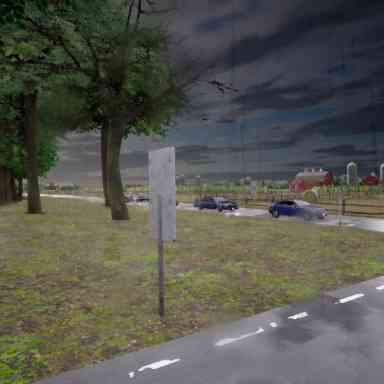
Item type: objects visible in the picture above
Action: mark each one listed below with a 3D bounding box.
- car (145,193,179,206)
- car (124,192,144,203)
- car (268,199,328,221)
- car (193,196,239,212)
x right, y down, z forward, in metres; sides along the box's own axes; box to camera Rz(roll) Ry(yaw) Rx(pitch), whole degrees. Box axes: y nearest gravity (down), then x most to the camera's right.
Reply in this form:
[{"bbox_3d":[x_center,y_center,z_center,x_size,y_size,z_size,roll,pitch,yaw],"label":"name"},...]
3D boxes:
[{"bbox_3d":[-3.505,0.800,41.080,2.097,1.767,4.553,-1,1,-36],"label":"car"},{"bbox_3d":[-9.536,0.800,49.511,2.128,1.511,4.902,-1,1,-36],"label":"car"},{"bbox_3d":[7.903,1.277,25.233,1.812,1.442,4.674,-1,2,-35],"label":"car"},{"bbox_3d":[2.266,1.142,33.072,2.033,1.411,5.357,-1,2,-36],"label":"car"}]
